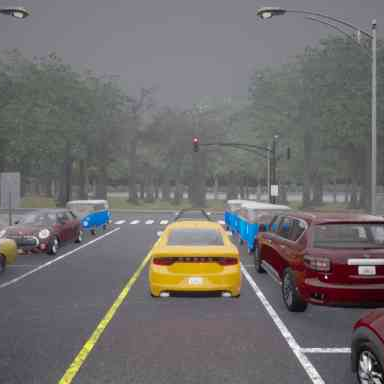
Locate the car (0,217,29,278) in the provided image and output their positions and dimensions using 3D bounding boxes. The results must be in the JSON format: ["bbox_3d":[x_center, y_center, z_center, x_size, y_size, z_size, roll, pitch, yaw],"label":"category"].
[{"bbox_3d":[-5.772,1.526,7.444,1.752,1.417,4.829,0,0,0],"label":"car"}]

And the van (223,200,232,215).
[{"bbox_3d":[2.739,1.342,18.499,1.690,1.788,3.998,0,0,0],"label":"van"}]

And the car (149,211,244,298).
[{"bbox_3d":[0.076,1.478,8.578,1.882,1.535,5.008,0,0,0],"label":"car"}]

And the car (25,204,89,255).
[{"bbox_3d":[-5.779,1.441,13.051,1.967,1.590,4.097,0,0,0],"label":"car"}]

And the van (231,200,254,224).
[{"bbox_3d":[2.746,1.342,13.061,1.690,1.788,3.998,0,0,0],"label":"van"}]

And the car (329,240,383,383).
[{"bbox_3d":[2.759,1.440,2.186,1.967,1.590,4.097,0,0,0],"label":"car"}]

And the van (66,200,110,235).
[{"bbox_3d":[-5.786,1.342,18.489,1.690,1.788,3.998,0,0,0],"label":"van"}]

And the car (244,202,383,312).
[{"bbox_3d":[2.753,1.315,7.624,2.192,1.841,5.009,0,0,0],"label":"car"}]

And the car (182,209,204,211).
[{"bbox_3d":[0.039,1.565,17.500,1.994,1.385,4.181,0,0,0],"label":"car"}]
